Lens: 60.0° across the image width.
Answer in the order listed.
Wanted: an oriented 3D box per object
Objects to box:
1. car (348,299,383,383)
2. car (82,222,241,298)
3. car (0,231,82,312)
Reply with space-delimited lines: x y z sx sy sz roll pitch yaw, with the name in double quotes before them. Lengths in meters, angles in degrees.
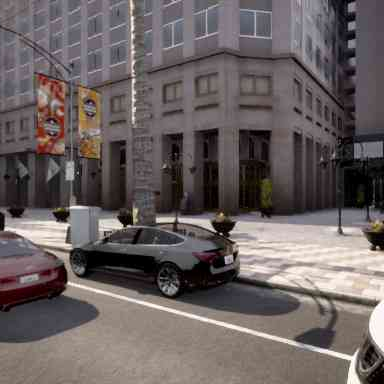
"car" 3.687 1.222 1.356 5.566 2.045 2.150 0 0 36
"car" -1.109 1.513 8.579 4.786 1.482 2.161 0 0 35
"car" -4.611 1.564 7.277 4.181 1.385 1.994 0 0 36
